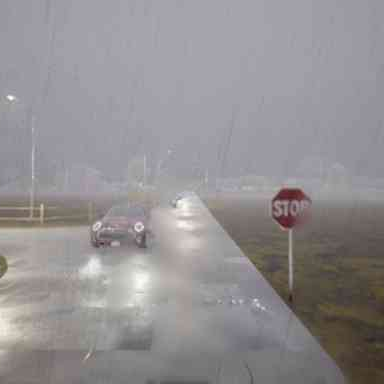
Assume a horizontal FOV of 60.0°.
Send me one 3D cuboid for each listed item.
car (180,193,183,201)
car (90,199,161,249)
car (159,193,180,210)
[{"bbox_3d":[-2.874,0.938,66.498,2.128,1.511,4.902,0,1,0],"label":"car"},{"bbox_3d":[-2.734,1.285,14.206,2.097,1.767,4.553,1,0,0],"label":"car"},{"bbox_3d":[-2.804,1.069,39.322,2.097,1.767,4.553,0,0,0],"label":"car"}]
